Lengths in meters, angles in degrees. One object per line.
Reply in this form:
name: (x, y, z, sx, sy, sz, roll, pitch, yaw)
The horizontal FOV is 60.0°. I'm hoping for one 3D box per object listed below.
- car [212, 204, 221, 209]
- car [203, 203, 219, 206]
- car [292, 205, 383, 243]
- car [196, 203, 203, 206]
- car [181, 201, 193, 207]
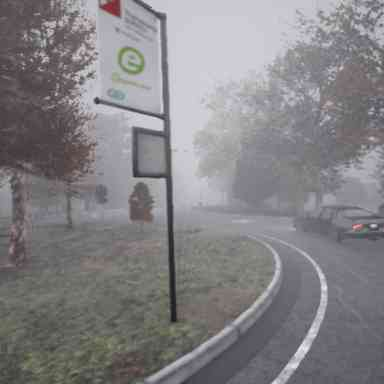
car: (6.768, 4.055, 90.820, 1.895, 1.301, 4.718, -2, -4, 13)
car: (4.663, 3.499, 80.988, 1.895, 1.301, 4.718, -2, -4, 12)
car: (6.356, 1.294, 14.747, 2.033, 1.411, 5.357, -2, 0, -8)
car: (2.185, 3.492, 86.240, 1.882, 1.535, 5.008, -2, -4, 12)
car: (-0.989, 2.785, 71.191, 1.837, 1.490, 4.892, -2, -4, 12)
